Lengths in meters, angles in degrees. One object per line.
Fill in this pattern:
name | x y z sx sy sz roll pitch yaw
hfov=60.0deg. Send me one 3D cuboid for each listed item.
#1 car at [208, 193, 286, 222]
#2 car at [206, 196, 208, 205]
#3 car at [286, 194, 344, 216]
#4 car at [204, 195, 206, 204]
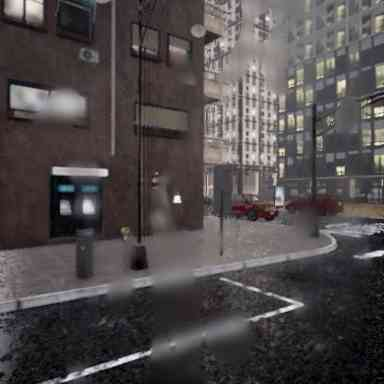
car | 3.792 1.029 23.840 2.192 1.841 5.009 2 0 -36
car | 4.009 1.102 37.791 1.947 1.339 4.313 2 0 -36
car | 10.535 1.059 28.814 2.192 1.841 5.009 2 0 -36
car | 0.748 0.997 42.279 1.947 1.339 4.313 2 0 -36
